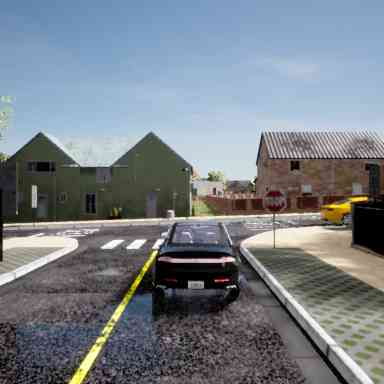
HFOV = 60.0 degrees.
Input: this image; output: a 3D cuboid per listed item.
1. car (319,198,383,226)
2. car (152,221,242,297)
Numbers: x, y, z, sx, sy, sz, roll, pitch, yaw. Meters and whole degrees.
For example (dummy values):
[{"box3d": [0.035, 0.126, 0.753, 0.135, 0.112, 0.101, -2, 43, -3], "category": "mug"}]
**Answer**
[{"box3d": [9.841, 1.054, 18.758, 5.008, 1.535, 1.882, -2, 0, 0], "category": "car"}, {"box3d": [0.162, 1.493, 8.555, 2.128, 1.511, 4.902, 0, 0, 2], "category": "car"}]
